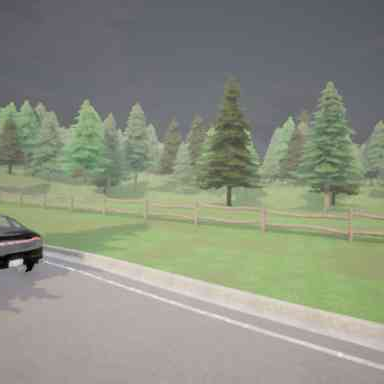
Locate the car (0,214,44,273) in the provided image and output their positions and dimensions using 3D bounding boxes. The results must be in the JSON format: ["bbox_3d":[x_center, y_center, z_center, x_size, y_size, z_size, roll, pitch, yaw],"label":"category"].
[{"bbox_3d":[-5.811,1.241,8.424,4.902,1.511,2.128,2,1,32],"label":"car"}]
